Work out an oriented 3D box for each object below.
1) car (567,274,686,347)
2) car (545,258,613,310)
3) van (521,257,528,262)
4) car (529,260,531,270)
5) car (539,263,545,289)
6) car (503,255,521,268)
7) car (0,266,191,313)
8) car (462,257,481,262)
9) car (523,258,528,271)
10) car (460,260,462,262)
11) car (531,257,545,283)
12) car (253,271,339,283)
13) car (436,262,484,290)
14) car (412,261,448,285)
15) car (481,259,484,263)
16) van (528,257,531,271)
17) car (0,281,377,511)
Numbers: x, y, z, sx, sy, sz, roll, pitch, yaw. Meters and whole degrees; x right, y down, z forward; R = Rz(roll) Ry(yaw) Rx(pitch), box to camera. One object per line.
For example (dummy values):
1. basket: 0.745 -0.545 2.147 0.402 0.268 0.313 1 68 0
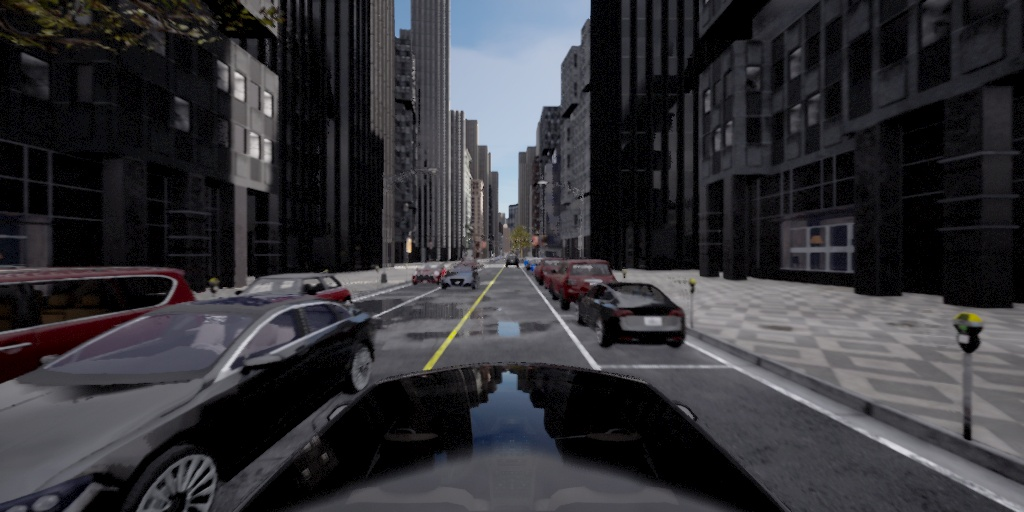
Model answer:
1. car: 2.767 1.310 9.110 1.948 1.339 4.313 0 0 0
2. car: 2.771 1.055 14.623 2.192 1.841 5.009 0 0 0
3. van: 2.804 1.053 58.724 1.690 1.789 3.998 0 0 0
4. car: 2.783 1.274 31.161 1.888 1.381 4.507 0 0 0
5. car: 2.775 1.281 20.136 1.888 1.381 4.507 0 0 0
6. car: 0.042 0.929 60.018 2.150 2.045 5.566 0 0 0
7. car: -5.763 1.063 3.597 2.192 1.841 5.009 0 0 0
8. car: -5.730 1.033 47.702 2.192 1.841 5.009 0 0 0
9. car: 2.796 1.284 47.699 1.948 1.339 4.313 0 0 0
10. car: -5.742 1.254 30.992 1.751 1.417 4.829 0 0 0
11. car: 2.779 1.047 25.648 2.192 1.841 5.009 0 0 0
12. car: -5.758 1.184 9.110 1.967 1.591 4.097 0 0 0
13. car: -3.056 1.299 22.053 1.994 1.385 4.181 0 0 0
14. car: -5.746 1.172 25.649 1.967 1.591 4.097 0 0 0
15. car: -5.725 1.266 53.215 2.007 1.370 4.403 0 0 0
16. van: 2.787 1.066 36.673 1.690 1.789 3.998 0 0 0
17. car: -3.086 1.239 3.842 2.128 1.511 4.902 0 0 0
